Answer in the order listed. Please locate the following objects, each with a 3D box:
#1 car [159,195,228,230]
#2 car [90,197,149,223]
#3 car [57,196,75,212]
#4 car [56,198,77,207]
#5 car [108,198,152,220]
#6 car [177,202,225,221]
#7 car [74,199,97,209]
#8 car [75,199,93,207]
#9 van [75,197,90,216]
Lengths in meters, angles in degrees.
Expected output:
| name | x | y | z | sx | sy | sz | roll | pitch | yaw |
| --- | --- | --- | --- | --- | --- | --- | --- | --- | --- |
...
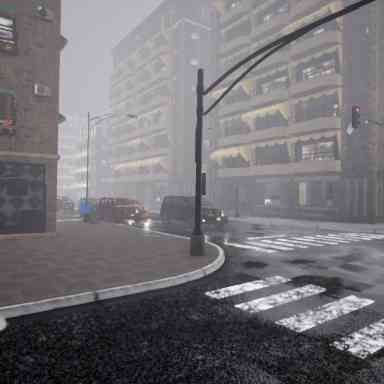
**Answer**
| name | x | y | z | sx | sy | sz | roll | pitch | yaw |
| --- | --- | --- | --- | --- | --- | --- | --- | --- | --- |
| car | -0.044 | 1.249 | 21.792 | 2.150 | 2.045 | 5.566 | 1 | -1 | -36 |
| car | -5.638 | 1.310 | 25.401 | 2.192 | 1.841 | 5.009 | 1 | -1 | -35 |
| car | -15.337 | 1.368 | 39.029 | 2.192 | 1.841 | 5.009 | 1 | -1 | -35 |
| car | -21.584 | 1.787 | 57.144 | 2.033 | 1.411 | 5.357 | 1 | -1 | -35 |
| car | -5.620 | 1.410 | 29.635 | 2.097 | 1.767 | 4.553 | 1 | -1 | -35 |
| car | 0.679 | 1.685 | 30.107 | 1.752 | 1.417 | 4.829 | 1 | -1 | -35 |
| car | -15.653 | 1.724 | 48.813 | 1.812 | 1.442 | 4.674 | 1 | -1 | -35 |
| car | -18.621 | 1.867 | 57.223 | 1.802 | 1.307 | 4.206 | 1 | -1 | -35 |
| van | -8.872 | 1.354 | 29.943 | 1.690 | 1.788 | 3.998 | 1 | -1 | -35 |
